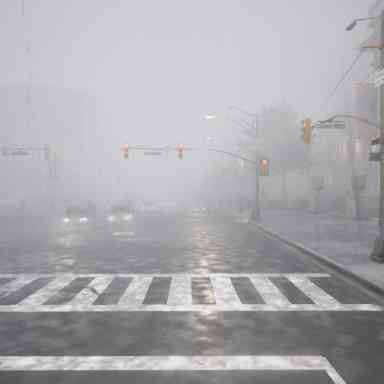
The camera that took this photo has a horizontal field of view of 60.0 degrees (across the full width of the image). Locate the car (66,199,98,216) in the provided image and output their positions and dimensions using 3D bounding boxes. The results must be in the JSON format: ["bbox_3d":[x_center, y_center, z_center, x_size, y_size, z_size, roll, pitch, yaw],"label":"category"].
[{"bbox_3d":[-10.653,1.477,32.421,1.882,1.535,5.008,0,0,0],"label":"car"}]

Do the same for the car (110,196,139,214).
[{"bbox_3d":[-7.158,1.477,34.872,1.882,1.535,5.008,0,0,0],"label":"car"}]

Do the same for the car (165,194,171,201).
[{"bbox_3d":[-7.713,1.595,85.813,1.895,1.301,4.718,0,0,-25],"label":"car"}]

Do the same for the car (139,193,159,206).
[{"bbox_3d":[-7.194,1.478,56.112,1.882,1.535,5.008,0,0,0],"label":"car"}]

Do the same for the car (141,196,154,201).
[{"bbox_3d":[-11.498,1.584,85.508,1.895,1.301,4.718,0,0,-25],"label":"car"}]

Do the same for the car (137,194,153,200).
[{"bbox_3d":[-13.276,1.427,94.429,1.882,1.535,5.008,0,0,-43],"label":"car"}]

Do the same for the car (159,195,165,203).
[{"bbox_3d":[-7.250,1.478,70.556,1.882,1.535,5.008,0,0,-3],"label":"car"}]

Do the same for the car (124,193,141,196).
[{"bbox_3d":[-10.694,1.223,57.413,2.150,2.045,5.566,0,0,0],"label":"car"}]

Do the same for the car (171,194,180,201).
[{"bbox_3d":[-5.062,1.355,88.302,2.097,1.767,4.553,0,0,-29],"label":"car"}]
